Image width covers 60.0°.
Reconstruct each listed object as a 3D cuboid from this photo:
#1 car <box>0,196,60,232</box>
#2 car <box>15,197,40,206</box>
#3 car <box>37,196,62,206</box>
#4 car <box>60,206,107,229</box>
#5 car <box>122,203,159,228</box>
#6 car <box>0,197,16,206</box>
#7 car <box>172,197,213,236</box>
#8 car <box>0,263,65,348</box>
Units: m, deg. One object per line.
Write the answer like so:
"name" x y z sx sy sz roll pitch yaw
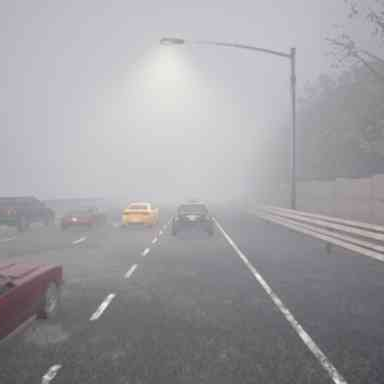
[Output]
"car" -10.376 1.227 20.138 2.150 2.045 5.566 0 0 0
"car" -27.943 1.579 56.605 1.812 1.442 4.674 0 0 0
"car" -24.453 1.548 57.124 2.128 1.511 4.902 0 0 1
"car" -6.870 1.570 21.472 1.994 1.385 4.181 0 0 0
"car" -3.369 1.484 22.348 1.882 1.535 5.008 0 0 0
"car" -31.451 1.543 54.815 2.128 1.511 4.902 0 0 1
"car" 0.025 1.357 18.734 2.097 1.767 4.553 0 0 0
"car" -3.391 1.602 4.386 1.895 1.301 4.718 0 0 0
